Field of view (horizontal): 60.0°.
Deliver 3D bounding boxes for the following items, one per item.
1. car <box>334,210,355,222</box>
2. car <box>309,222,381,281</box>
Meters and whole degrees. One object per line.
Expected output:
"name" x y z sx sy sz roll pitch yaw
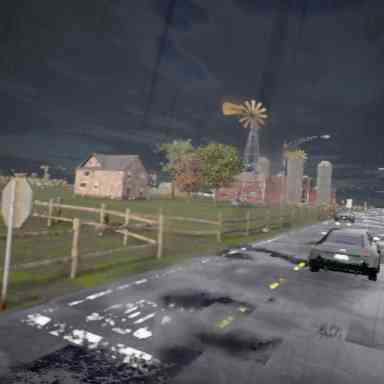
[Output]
"car" 18.344 2.873 39.779 1.994 1.385 4.181 3 0 30
"car" 5.377 1.945 11.489 1.994 1.385 4.181 3 0 30
